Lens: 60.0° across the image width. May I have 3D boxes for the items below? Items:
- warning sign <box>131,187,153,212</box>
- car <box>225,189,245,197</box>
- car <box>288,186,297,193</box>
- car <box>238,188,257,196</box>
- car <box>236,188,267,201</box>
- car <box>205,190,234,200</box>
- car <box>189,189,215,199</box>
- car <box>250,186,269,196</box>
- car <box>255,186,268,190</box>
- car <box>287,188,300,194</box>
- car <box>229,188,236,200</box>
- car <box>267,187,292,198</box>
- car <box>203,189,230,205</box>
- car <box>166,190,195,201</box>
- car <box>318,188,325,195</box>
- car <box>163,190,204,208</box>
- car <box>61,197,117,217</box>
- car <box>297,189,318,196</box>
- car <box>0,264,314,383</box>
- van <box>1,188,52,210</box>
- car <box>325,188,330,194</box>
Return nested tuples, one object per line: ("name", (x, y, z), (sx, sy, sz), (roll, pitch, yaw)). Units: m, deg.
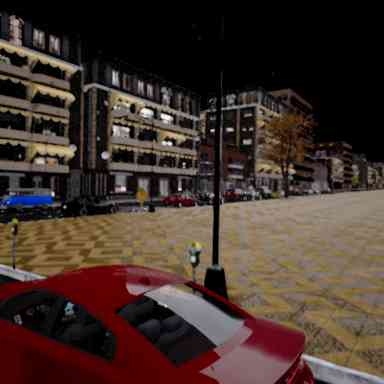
("warning sign", (-3.804, 0.565, 25.346), (1.300, 1.860, 1.060), (1, 0, 35))
("car", (7.942, 0.185, 61.060), (1.947, 1.339, 4.313), (3, 3, 35))
("car", (23.841, -0.499, 83.913), (2.192, 1.841, 5.009), (3, 2, 35))
("car", (11.025, 0.060, 65.491), (1.752, 1.417, 4.829), (3, 2, 35))
("car", (8.465, 0.549, 47.133), (2.008, 1.369, 4.403), (3, 2, 35))
("car", (4.339, 0.389, 51.259), (2.033, 1.411, 5.357), (2, 2, 35))
("car", (1.585, 0.345, 51.913), (2.008, 1.369, 4.403), (3, 3, 35))
("car", (14.306, -0.240, 70.196), (2.192, 1.841, 5.009), (3, 2, 35))
("car", (12.395, 0.115, 57.510), (2.097, 1.767, 4.553), (2, 2, 35))
("car", (27.014, -0.356, 88.495), (1.887, 1.381, 4.507), (3, 2, 35))
("car", (6.493, 0.279, 48.944), (2.097, 1.767, 4.553), (2, 2, 35))
("car", (14.921, 0.346, 56.418), (1.752, 1.417, 4.829), (3, 2, 35))
("car", (2.108, 0.725, 37.987), (2.008, 1.369, 4.403), (3, 2, 35))
("car", (-1.593, 0.447, 47.341), (1.947, 1.339, 4.313), (3, 3, 35))
("car", (27.537, 0.027, 74.569), (2.008, 1.369, 4.403), (3, 2, 35))
("car", (-1.071, 0.807, 33.414), (1.887, 1.381, 4.507), (3, 2, 35))
("car", (-7.428, 1.006, 24.271), (1.947, 1.339, 4.313), (3, 2, 35))
("car", (24.359, 0.113, 69.998), (2.008, 1.369, 4.403), (3, 2, 35))
("car", (-1.062, 1.498, 3.628), (4.507, 1.381, 1.887), (1, 1, 36))
("van", (-14.303, 0.577, 29.043), (1.690, 1.788, 3.998), (3, 3, 35))
("car", (33.896, -0.256, 83.711), (1.967, 1.590, 4.097), (3, 2, 35))
